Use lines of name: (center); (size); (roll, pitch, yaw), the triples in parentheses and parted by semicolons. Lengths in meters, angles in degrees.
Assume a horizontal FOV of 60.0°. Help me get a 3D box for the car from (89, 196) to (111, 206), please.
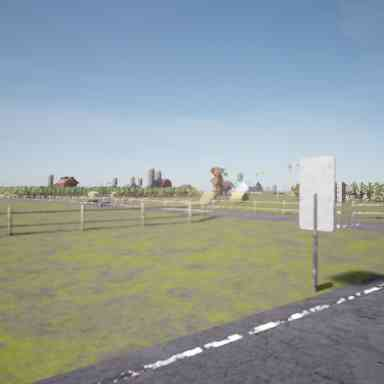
car: (-14.586, 1.340, 52.757); (2.128, 1.511, 4.902); (1, -1, -40)
